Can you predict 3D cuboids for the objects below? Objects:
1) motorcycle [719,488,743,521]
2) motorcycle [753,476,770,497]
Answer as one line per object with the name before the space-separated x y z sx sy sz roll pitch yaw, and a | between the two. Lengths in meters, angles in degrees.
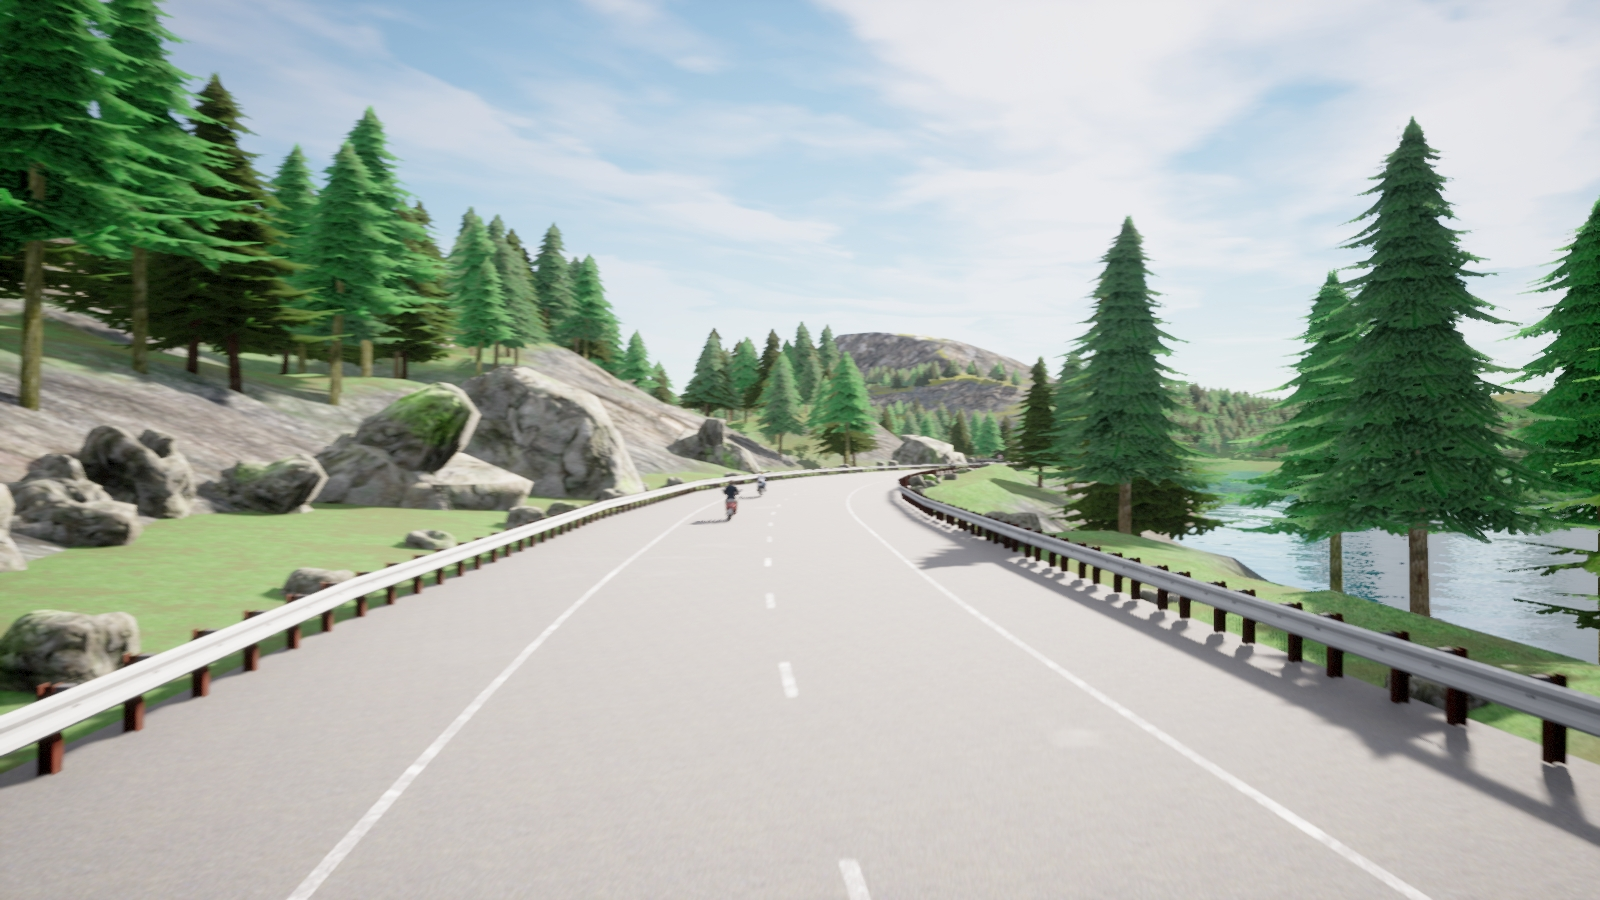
motorcycle | -2.761 2.177 45.844 0.856 1.236 1.805 1 0 0
motorcycle | -2.267 2.174 68.012 0.803 1.217 2.033 0 0 3
